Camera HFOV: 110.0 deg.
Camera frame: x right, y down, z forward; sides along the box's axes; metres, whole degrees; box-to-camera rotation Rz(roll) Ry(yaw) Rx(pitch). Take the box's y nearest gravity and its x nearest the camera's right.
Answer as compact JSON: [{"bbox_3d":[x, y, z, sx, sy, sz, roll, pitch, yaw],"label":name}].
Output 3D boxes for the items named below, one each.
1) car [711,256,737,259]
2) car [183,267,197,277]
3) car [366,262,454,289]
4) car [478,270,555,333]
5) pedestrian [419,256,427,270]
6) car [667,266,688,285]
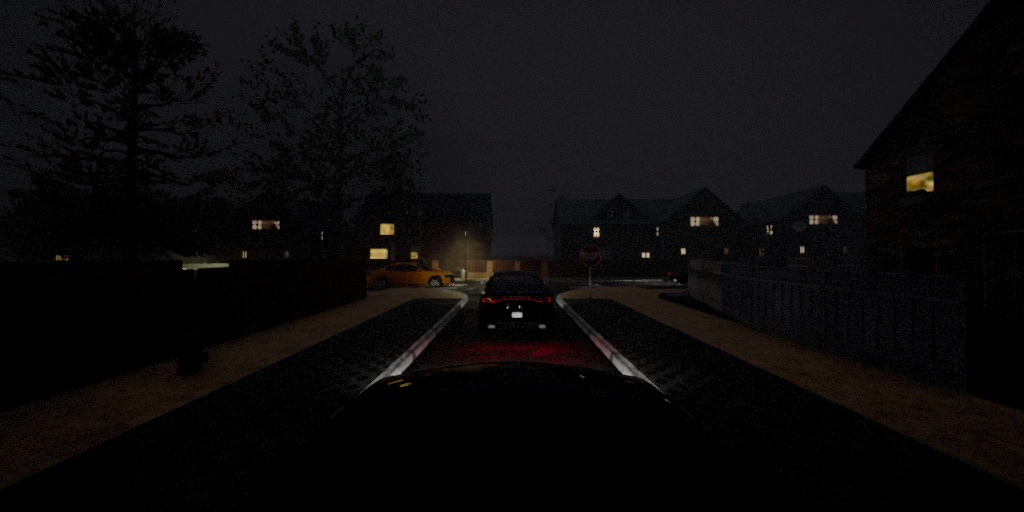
[{"bbox_3d":[13.280,0.886,23.792,4.553,1.767,2.097,0,-1,1],"label":"car"},{"bbox_3d":[-19.647,1.362,21.257,4.181,1.385,1.994,-1,-1,1],"label":"car"},{"bbox_3d":[-5.909,1.132,21.083,5.008,1.535,1.882,-1,-1,1],"label":"car"},{"bbox_3d":[0.067,1.157,10.533,1.882,1.535,5.008,0,0,-1],"label":"car"},{"bbox_3d":[-6.725,0.903,26.957,0.375,1.860,0.375,0,0,1],"label":"pedestrian"},{"bbox_3d":[11.853,1.101,21.083,4.718,1.301,1.895,-1,-1,3],"label":"car"}]
